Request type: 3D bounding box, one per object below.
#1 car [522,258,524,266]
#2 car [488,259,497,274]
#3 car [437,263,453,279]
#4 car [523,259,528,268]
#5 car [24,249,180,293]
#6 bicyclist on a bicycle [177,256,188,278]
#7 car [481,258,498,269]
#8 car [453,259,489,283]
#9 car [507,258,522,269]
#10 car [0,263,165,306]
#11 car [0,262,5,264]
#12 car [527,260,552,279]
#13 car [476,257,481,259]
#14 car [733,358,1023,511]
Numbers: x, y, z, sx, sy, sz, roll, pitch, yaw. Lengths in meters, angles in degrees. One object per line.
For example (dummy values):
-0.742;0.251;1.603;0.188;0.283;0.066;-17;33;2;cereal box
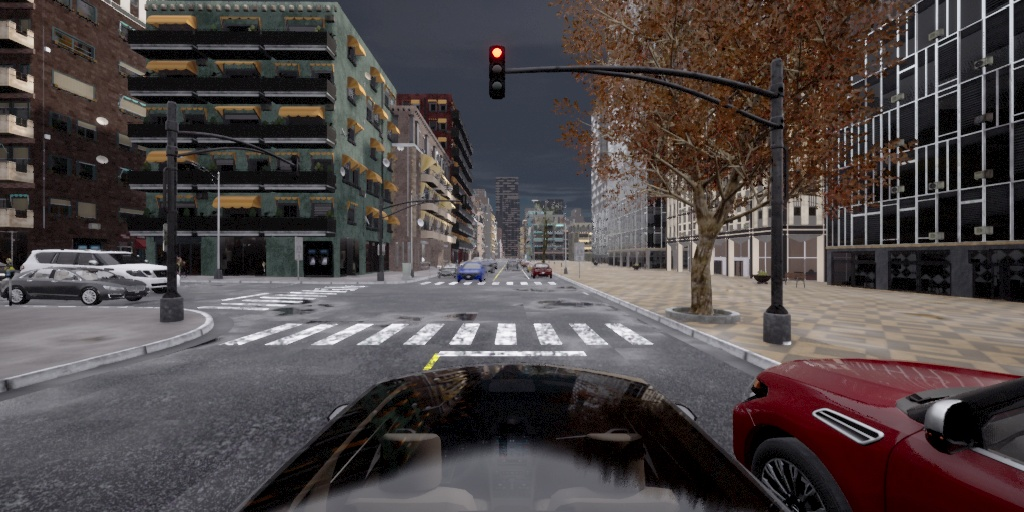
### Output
2.670;1.375;60.681;1.802;1.307;4.207;0;0;0;car
-3.109;1.333;40.476;1.994;1.385;4.181;0;0;0;car
-5.700;1.313;33.015;2.007;1.370;4.403;0;0;0;car
2.676;1.298;44.253;1.751;1.417;4.829;0;0;0;car
-18.432;0.738;16.164;5.566;2.045;2.150;1;0;-1;car
-23.177;0.761;24.854;0.582;1.620;1.656;1;0;-1;bicyclist on a bicycle
-3.104;1.332;53.930;2.033;1.411;5.357;0;0;0;car
-3.107;1.236;28.126;1.882;1.535;5.008;0;0;0;car
0.078;1.282;58.839;2.128;1.511;4.902;0;0;0;car
-16.439;1.091;13.596;4.403;1.370;2.007;0;0;-1;car
-33.196;0.869;21.801;4.403;1.370;2.007;0;0;-1;car
2.680;1.307;33.018;1.888;1.381;4.507;0;0;0;car
-5.708;1.226;55.146;1.967;1.591;4.097;0;0;0;car
2.691;1.065;0.631;2.192;1.841;5.009;0;0;0;car
